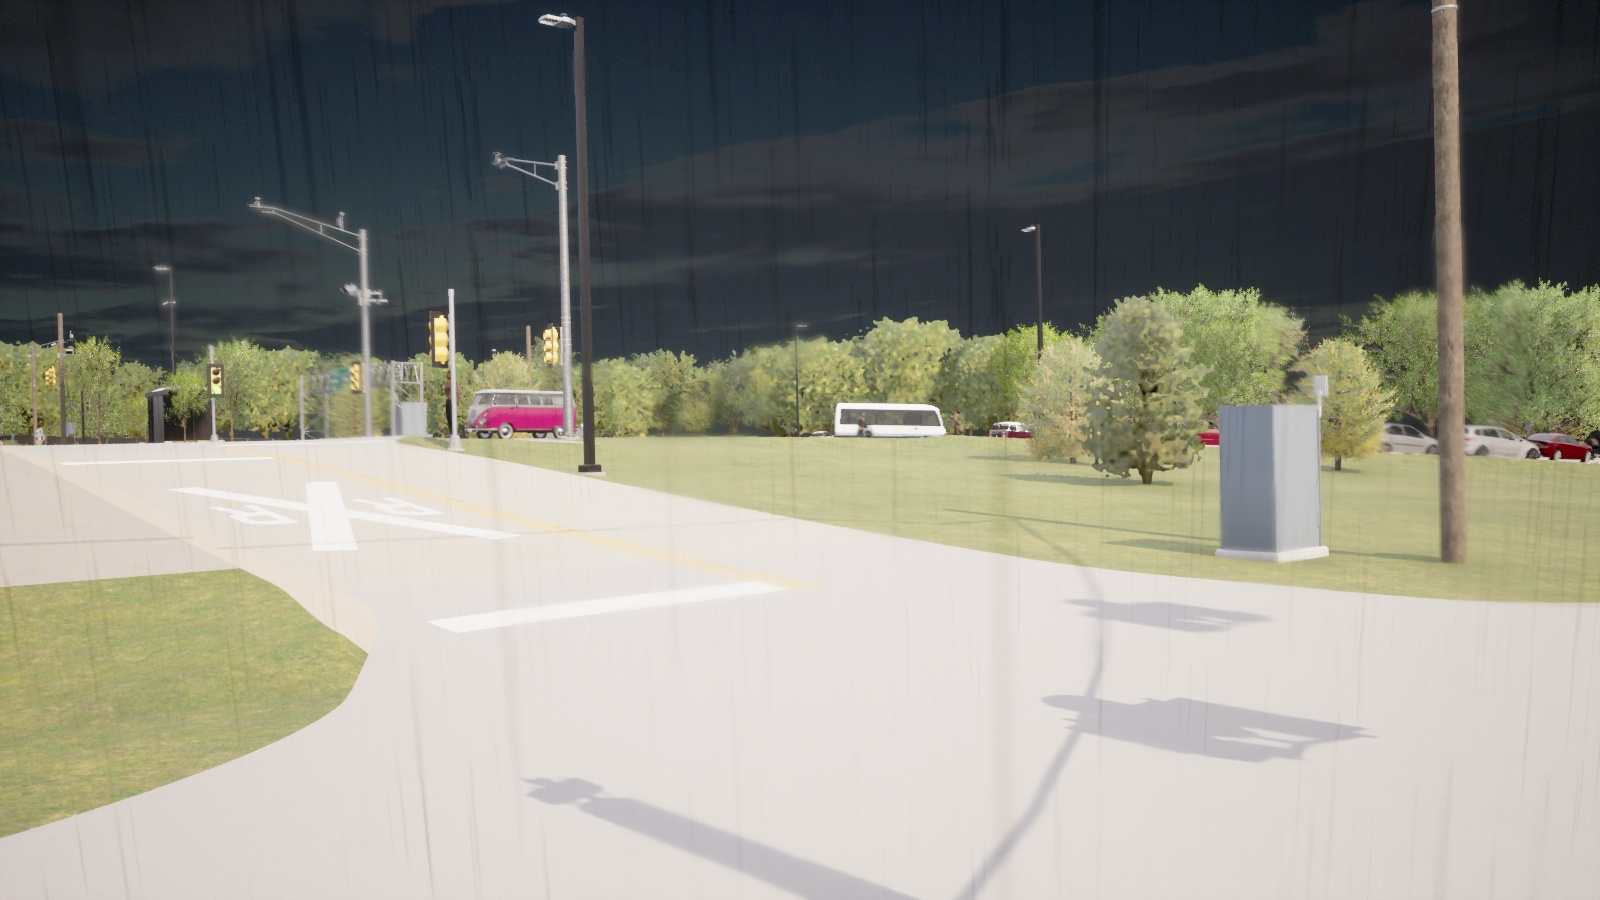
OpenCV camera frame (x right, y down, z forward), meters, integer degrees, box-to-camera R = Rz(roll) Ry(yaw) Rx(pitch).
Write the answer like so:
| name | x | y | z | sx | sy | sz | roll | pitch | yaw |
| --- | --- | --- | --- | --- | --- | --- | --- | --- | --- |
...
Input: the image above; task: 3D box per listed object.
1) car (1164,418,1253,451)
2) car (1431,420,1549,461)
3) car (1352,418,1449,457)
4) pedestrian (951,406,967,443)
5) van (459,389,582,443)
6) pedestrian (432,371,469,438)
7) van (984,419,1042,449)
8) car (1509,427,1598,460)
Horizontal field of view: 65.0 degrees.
| name | x | y | z | sx | sy | sz | roll | pitch | yaw |
| --- | --- | --- | --- | --- | --- | --- | --- | --- | --- |
| car | 19.949 | -0.765 | 61.379 | 3.705 | 1.549 | 1.789 | 0 | 1 | -5 |
| car | 32.293 | -0.463 | 58.808 | 4.611 | 1.667 | 2.242 | 3 | 1 | -18 |
| car | 30.173 | -0.635 | 63.142 | 3.988 | 1.617 | 1.851 | 3 | 4 | -13 |
| pedestrian | 8.333 | -1.335 | 65.672 | 0.396 | 1.930 | 0.692 | -2 | 1 | -44 |
| van | -10.937 | -1.312 | 49.343 | 1.775 | 1.987 | 4.442 | -1 | 0 | 44 |
| pedestrian | -9.492 | -1.232 | 34.094 | 0.869 | 1.805 | 0.328 | -2 | 1 | -39 |
| van | 15.954 | -1.140 | 93.915 | 2.069 | 2.038 | 4.480 | -1 | -2 | 44 |
| car | 40.587 | -0.328 | 67.586 | 5.008 | 1.535 | 1.882 | 1 | 5 | -32 |
